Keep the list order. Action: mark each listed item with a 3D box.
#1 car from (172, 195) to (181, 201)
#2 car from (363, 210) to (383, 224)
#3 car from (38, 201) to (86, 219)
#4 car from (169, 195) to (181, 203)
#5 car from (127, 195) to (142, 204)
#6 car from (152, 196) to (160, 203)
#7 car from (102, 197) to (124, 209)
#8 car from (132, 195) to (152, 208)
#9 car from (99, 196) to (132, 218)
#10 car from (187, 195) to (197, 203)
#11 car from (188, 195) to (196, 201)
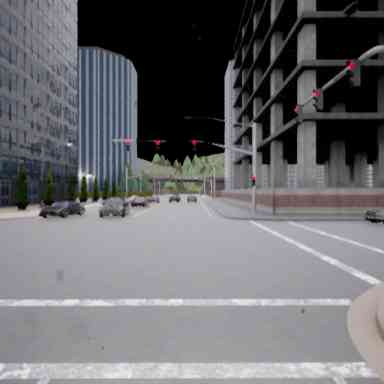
[{"bbox_3d":[-3.485,1.315,74.048,1.812,1.442,4.674,0,0,0],"label":"car"},{"bbox_3d":[13.847,1.489,21.654,4.718,1.301,1.895,0,0,0],"label":"car"},{"bbox_3d":[-11.005,1.472,28.728,2.033,1.411,5.357,0,0,6],"label":"car"},{"bbox_3d":[-3.487,1.336,64.974,1.837,1.490,4.892,0,0,0],"label":"car"},{"bbox_3d":[-10.530,1.366,61.393,1.812,1.442,4.674,0,0,0],"label":"car"},{"bbox_3d":[-7.034,1.404,61.691,1.994,1.385,4.181,0,0,0],"label":"car"},{"bbox_3d":[-10.580,1.390,44.739,1.837,1.490,4.892,0,0,0],"label":"car"},{"bbox_3d":[-7.079,1.359,45.528,1.882,1.535,5.008,0,0,0],"label":"car"},{"bbox_3d":[-6.696,1.277,28.907,2.097,1.767,4.553,0,0,-5],"label":"car"},{"bbox_3d":[0.013,1.322,64.972,2.128,1.511,4.902,0,0,0],"label":"car"},{"bbox_3d":[0.015,1.386,74.078,1.895,1.301,4.718,0,0,0],"label":"car"}]
